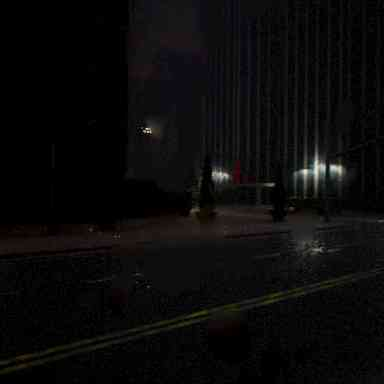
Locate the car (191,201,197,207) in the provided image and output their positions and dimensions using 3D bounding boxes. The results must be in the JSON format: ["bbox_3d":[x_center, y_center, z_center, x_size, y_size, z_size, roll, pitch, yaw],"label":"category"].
[{"bbox_3d":[-1.064,1.845,62.708,2.097,1.767,4.553,1,-1,-35],"label":"car"}]

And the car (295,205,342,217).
[{"bbox_3d":[13.760,2.040,36.299,1.895,1.301,4.718,1,0,-36],"label":"car"}]
